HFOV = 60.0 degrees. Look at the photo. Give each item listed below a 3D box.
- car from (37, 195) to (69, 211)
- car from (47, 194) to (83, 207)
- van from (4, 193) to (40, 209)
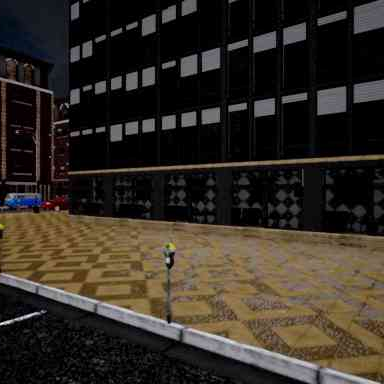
[{"bbox_3d":[-13.582,1.269,35.145,1.887,1.381,4.507,1,1,35],"label":"car"},{"bbox_3d":[-16.824,1.079,44.269,1.967,1.590,4.097,1,1,35],"label":"car"},{"bbox_3d":[-20.059,1.050,39.628,1.690,1.788,3.998,1,1,35],"label":"van"}]
